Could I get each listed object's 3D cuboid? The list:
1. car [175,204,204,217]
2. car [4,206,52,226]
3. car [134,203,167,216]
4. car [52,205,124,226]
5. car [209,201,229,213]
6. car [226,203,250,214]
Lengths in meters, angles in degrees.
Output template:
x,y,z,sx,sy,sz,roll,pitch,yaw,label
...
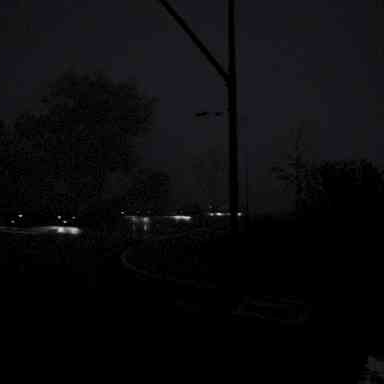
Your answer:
x,y,z,sx,sy,sz,roll,pitch,yaw,label
-0.258,2.114,38.684,1.994,1.385,4.181,-1,-3,27,car
-11.194,1.709,24.601,1.895,1.301,4.718,-1,-1,27,car
-4.658,1.977,37.710,1.837,1.490,4.892,-1,-2,27,car
-7.289,1.643,24.592,2.033,1.411,5.357,-1,-1,27,car
4.838,2.514,56.541,2.150,2.045,5.566,-1,-3,27,car
7.993,2.880,55.016,2.033,1.411,5.357,-1,-3,26,car
